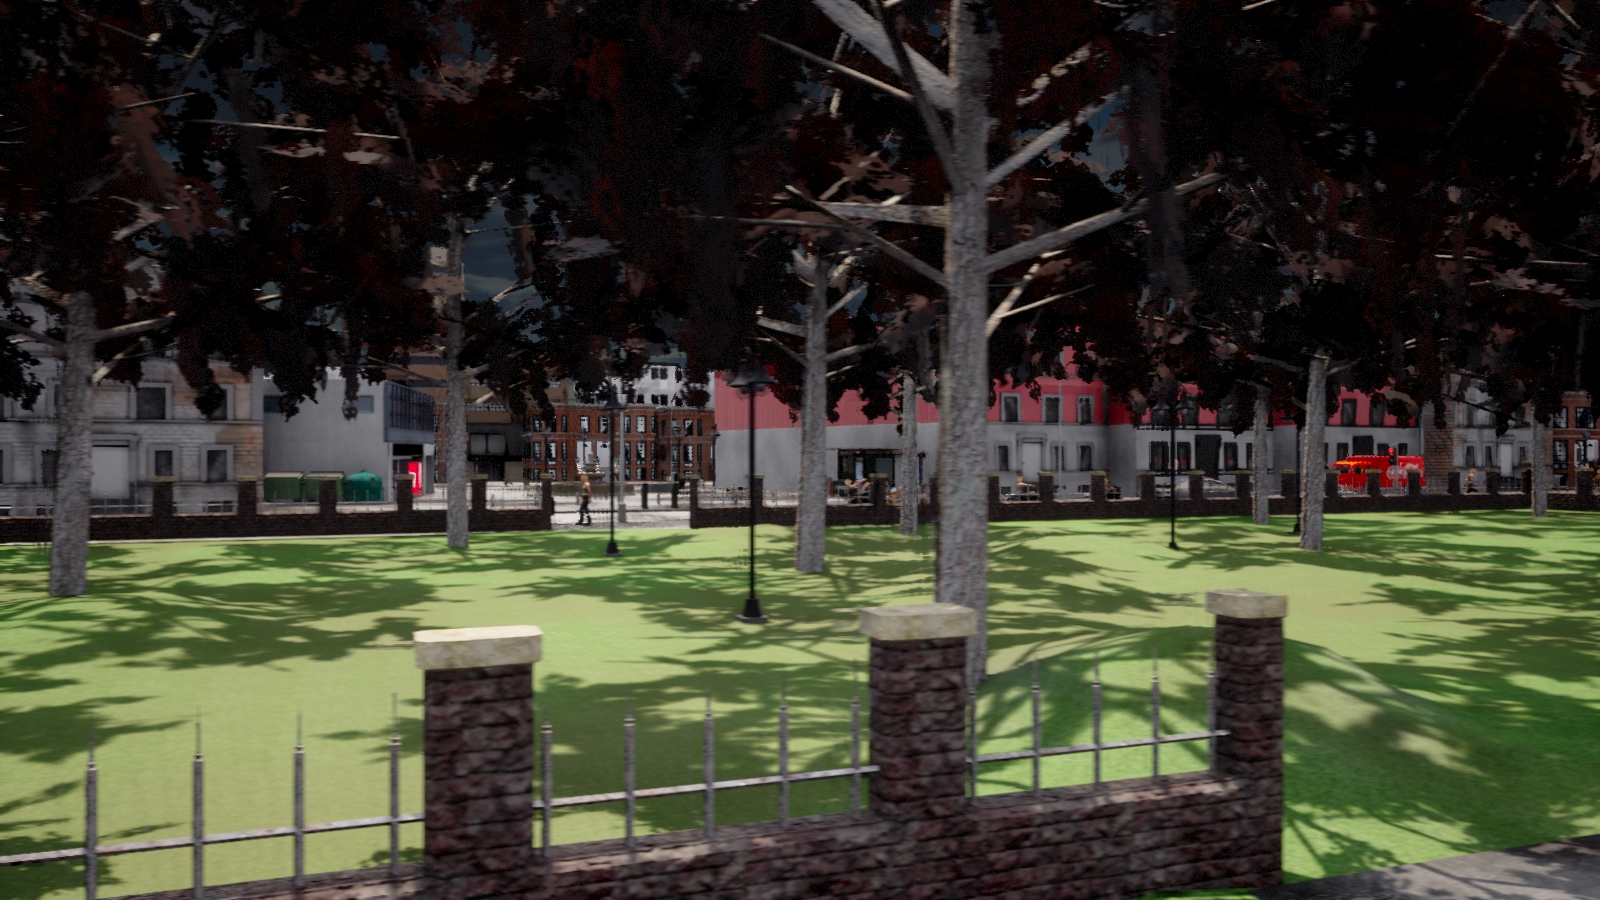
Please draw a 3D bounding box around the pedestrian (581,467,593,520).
[{"bbox_3d":[-7.504,1.523,40.186,0.375,1.860,0.375,0,0,-17],"label":"pedestrian"}]

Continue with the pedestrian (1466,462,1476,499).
[{"bbox_3d":[33.479,1.530,57.032,0.375,1.860,0.375,0,0,23],"label":"pedestrian"}]

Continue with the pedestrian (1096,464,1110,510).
[{"bbox_3d":[12.522,1.527,47.212,0.375,1.860,0.375,0,0,-21],"label":"pedestrian"}]

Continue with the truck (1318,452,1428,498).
[{"bbox_3d":[31.889,1.351,63.631,5.204,2.467,2.627,0,0,-20],"label":"truck"}]
